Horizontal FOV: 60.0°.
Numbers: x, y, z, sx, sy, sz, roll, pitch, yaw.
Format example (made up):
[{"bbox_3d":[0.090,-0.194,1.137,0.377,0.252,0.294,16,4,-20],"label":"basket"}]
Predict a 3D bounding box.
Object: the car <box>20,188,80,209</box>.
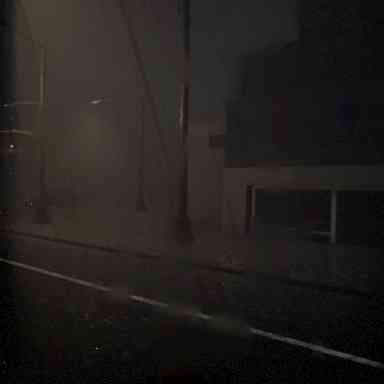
[{"bbox_3d":[-13.702,0.624,32.542,2.150,2.045,5.566,2,1,36],"label":"car"}]
